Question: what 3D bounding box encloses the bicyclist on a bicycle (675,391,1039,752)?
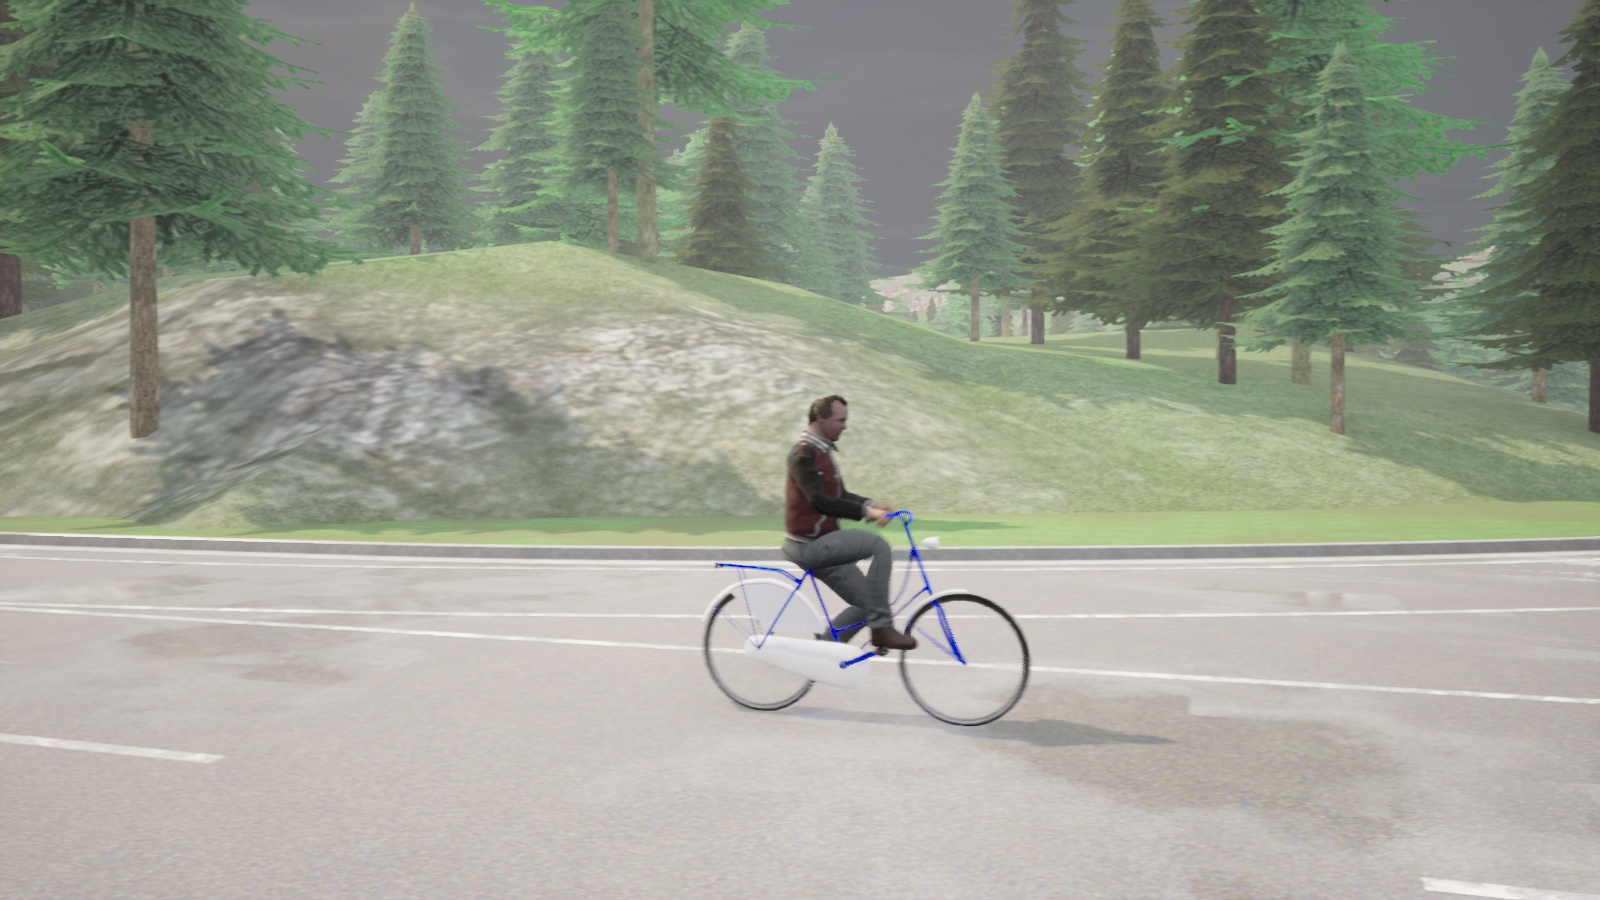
[{"bbox_3d":[0.307,0.585,6.781,1.843,1.776,0.659,1,1,19],"label":"bicyclist on a bicycle"}]
